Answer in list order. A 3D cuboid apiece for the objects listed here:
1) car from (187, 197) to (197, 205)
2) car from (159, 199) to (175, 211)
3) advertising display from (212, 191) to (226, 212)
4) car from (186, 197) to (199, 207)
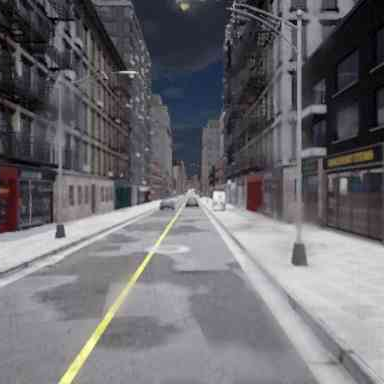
[{"bbox_3d":[-0.018,1.706,66.306,2.033,1.411,5.357,0,0,0],"label":"car"},{"bbox_3d":[-3.101,1.635,42.659,2.033,1.411,5.357,0,0,0],"label":"car"},{"bbox_3d":[3.135,1.103,38.072,1.540,2.440,0.280,0,0,0],"label":"advertising display"},{"bbox_3d":[0.020,1.672,51.808,1.994,1.385,4.181,0,0,1],"label":"car"}]
